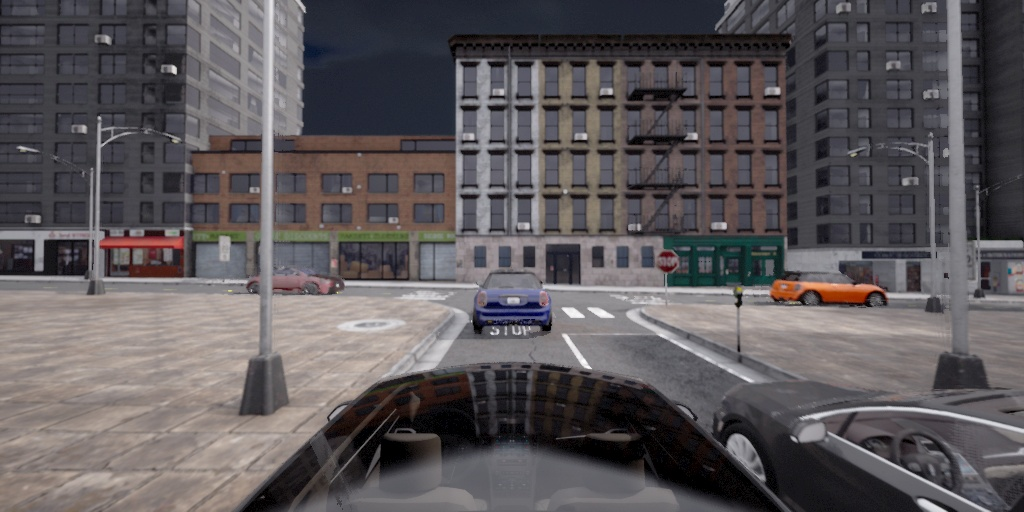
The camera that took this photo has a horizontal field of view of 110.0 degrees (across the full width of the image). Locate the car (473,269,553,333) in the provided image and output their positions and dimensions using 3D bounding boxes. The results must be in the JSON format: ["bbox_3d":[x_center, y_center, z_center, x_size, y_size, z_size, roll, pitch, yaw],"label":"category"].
[{"bbox_3d":[-0.065,1.173,11.198,2.097,1.767,4.553,0,0,-3],"label":"car"}]

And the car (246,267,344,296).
[{"bbox_3d":[-10.592,1.239,17.697,4.181,1.385,1.994,1,-1,0],"label":"car"}]

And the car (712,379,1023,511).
[{"bbox_3d":[2.640,1.299,1.495,2.007,1.370,4.403,0,0,0],"label":"car"}]

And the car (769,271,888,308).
[{"bbox_3d":[15.487,1.587,17.631,4.553,1.767,2.097,1,-1,0],"label":"car"}]
